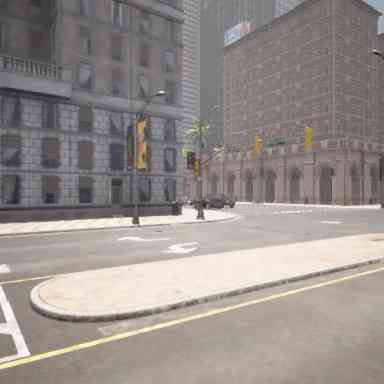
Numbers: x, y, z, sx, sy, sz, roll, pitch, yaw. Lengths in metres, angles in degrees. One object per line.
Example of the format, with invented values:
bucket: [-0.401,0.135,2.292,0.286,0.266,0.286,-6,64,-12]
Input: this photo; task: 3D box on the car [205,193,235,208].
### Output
car: [3.825,1.221,47.901,2.150,2.045,5.566,0,0,-35]

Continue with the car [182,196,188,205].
car: [-1.805,1.491,56.212,2.128,1.511,4.902,0,0,-34]

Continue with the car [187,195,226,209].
car: [1.850,1.478,44.629,1.882,1.535,5.008,0,0,-35]
